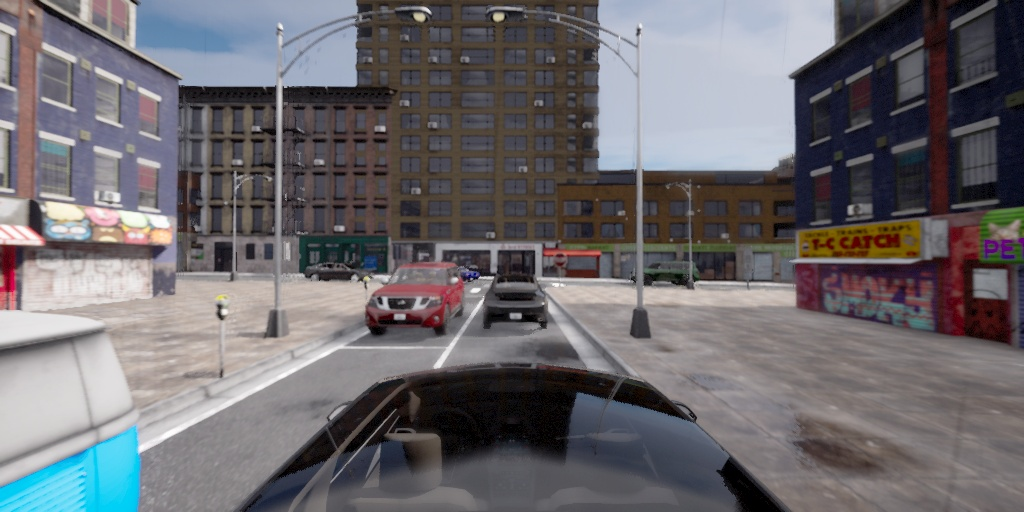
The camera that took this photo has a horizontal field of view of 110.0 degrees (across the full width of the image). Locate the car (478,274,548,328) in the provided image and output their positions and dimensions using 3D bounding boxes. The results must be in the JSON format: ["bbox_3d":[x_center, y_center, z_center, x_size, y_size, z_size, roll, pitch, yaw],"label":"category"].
[{"bbox_3d":[0.100,1.323,11.692,1.837,1.490,4.892,0,0,0],"label":"car"}]

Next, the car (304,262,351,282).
[{"bbox_3d":[-12.802,1.228,26.767,4.892,1.490,1.837,1,-1,0],"label":"car"}]

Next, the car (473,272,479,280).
[{"bbox_3d":[-5.031,1.473,28.780,4.718,1.301,1.895,1,-1,31],"label":"car"}]

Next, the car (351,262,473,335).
[{"bbox_3d":[-2.636,1.128,10.927,2.192,1.841,5.009,0,0,0],"label":"car"}]

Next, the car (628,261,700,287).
[{"bbox_3d":[12.581,1.455,29.822,5.566,2.045,2.150,1,-1,0],"label":"car"}]
